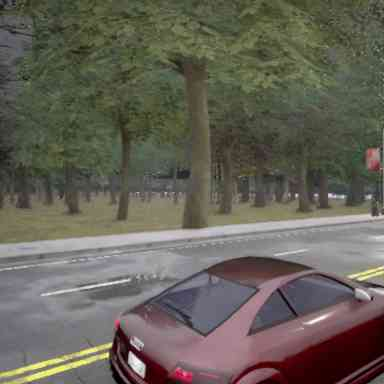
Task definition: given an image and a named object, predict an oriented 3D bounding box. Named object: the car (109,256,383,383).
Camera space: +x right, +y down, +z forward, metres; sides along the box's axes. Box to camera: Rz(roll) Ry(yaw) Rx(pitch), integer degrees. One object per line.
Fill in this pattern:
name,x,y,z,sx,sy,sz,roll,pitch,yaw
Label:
car,1.120,1.551,4.240,4.181,1.385,1.994,0,0,-36
